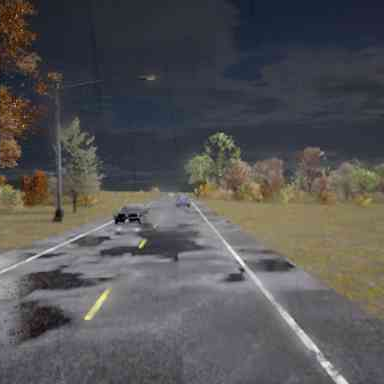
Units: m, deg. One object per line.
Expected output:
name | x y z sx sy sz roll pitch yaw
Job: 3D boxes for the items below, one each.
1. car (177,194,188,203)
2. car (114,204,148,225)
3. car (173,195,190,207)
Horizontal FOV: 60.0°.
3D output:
car | -1.830 1.211 64.017 2.033 1.411 5.357 -1 0 -1
car | -4.254 1.546 23.663 1.895 1.301 4.718 -1 0 -2
car | -1.248 1.303 46.114 2.033 1.411 5.357 -1 0 -2
